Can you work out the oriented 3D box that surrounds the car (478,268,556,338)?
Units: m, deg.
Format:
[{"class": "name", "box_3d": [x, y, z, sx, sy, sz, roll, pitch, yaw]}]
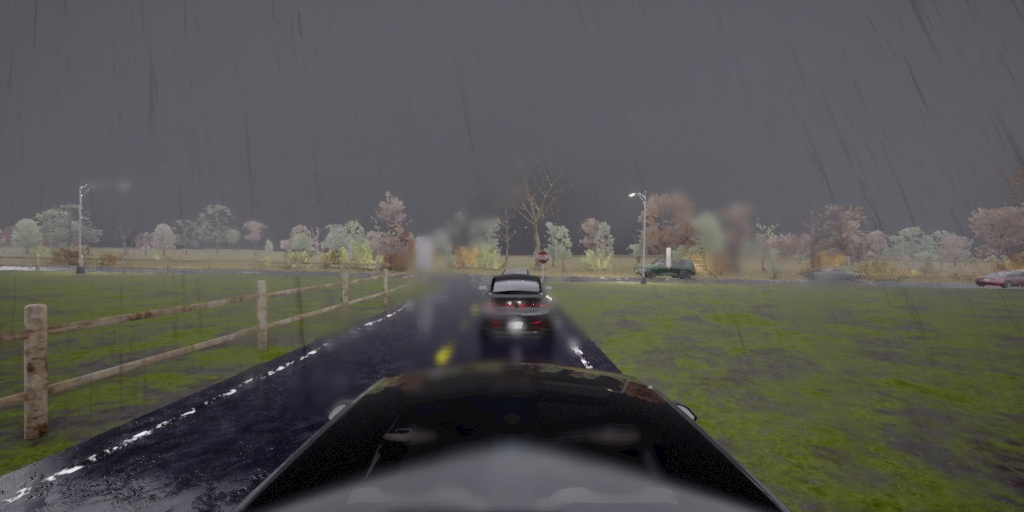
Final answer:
[{"class": "car", "box_3d": [0.115, 1.252, 10.116, 1.837, 1.490, 4.892, 0, 0, 0]}]

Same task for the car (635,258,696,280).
[{"class": "car", "box_3d": [14.996, 1.237, 35.118, 5.566, 2.045, 2.150, 1, 1, 0]}]

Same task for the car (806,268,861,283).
[{"class": "car", "box_3d": [31.333, 1.868, 35.050, 4.181, 1.385, 1.994, 1, 1, 0]}]

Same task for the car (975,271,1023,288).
[{"class": "car", "box_3d": [44.571, 2.143, 32.106, 4.181, 1.385, 1.994, 1, 1, 2]}]
